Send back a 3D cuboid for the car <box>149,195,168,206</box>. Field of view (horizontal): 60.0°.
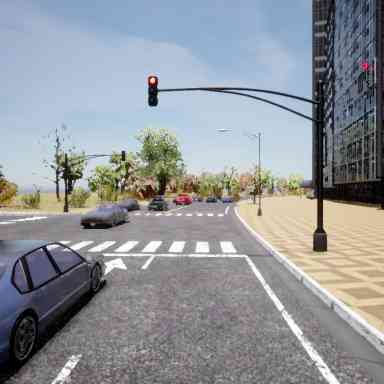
[{"bbox_3d":[-5.414,1.353,54.196,2.097,1.767,4.553,0,0,9],"label":"car"}]

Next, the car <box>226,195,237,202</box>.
[{"bbox_3d":[9.646,1.545,80.386,2.128,1.511,4.902,0,0,14],"label":"car"}]

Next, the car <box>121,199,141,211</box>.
[{"bbox_3d":[-7.479,1.546,38.866,2.033,1.411,5.357,0,0,7],"label":"car"}]

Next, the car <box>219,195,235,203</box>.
[{"bbox_3d":[7.492,1.561,70.085,2.033,1.411,5.357,0,0,12],"label":"car"}]

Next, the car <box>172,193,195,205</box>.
[{"bbox_3d":[-1.495,1.228,58.222,2.150,2.045,5.566,0,0,9],"label":"car"}]

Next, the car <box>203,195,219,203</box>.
[{"bbox_3d":[4.214,1.559,70.807,1.994,1.385,4.181,0,0,12],"label":"car"}]

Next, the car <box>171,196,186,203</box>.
[{"bbox_3d":[-2.685,1.547,69.474,2.033,1.411,5.357,0,0,11],"label":"car"}]

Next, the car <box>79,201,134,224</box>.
[{"bbox_3d":[-5.724,1.545,22.444,2.033,1.411,5.357,0,0,4],"label":"car"}]

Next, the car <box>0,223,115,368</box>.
[{"bbox_3d":[-3.035,1.547,5.698,2.033,1.411,5.357,0,0,1],"label":"car"}]

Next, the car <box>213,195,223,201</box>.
[{"bbox_3d":[6.336,1.392,80.514,1.812,1.442,4.674,0,0,14],"label":"car"}]

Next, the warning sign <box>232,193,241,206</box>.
[{"bbox_3d":[6.476,1.122,48.236,1.300,1.860,1.060,0,0,8],"label":"warning sign"}]

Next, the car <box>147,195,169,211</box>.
[{"bbox_3d":[-4.041,1.505,40.246,1.837,1.490,4.892,0,0,7],"label":"car"}]

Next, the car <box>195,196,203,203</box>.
[{"bbox_3d":[1.326,1.526,72.896,2.128,1.511,4.902,0,0,11],"label":"car"}]
